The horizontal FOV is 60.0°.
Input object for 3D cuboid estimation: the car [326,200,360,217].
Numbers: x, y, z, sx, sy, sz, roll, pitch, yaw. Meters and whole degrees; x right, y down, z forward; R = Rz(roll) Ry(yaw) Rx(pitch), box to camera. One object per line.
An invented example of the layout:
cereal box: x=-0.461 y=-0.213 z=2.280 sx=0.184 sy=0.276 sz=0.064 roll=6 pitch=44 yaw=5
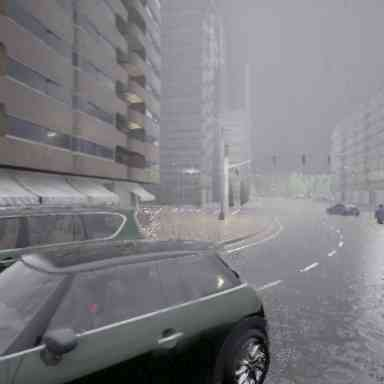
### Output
car: x=17.014 y=1.994 z=37.550 sx=1.812 sy=1.442 sz=4.674 roll=1 pitch=0 yaw=-5

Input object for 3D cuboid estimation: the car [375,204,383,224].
car: x=15.468 y=1.529 z=24.712 sx=2.150 sy=2.045 sz=5.566 roll=0 pitch=-1 yaw=14

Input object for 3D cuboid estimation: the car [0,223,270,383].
car: x=-1.246 y=1.380 z=3.405 sx=4.553 sy=1.767 sz=2.097 roll=1 pitch=-1 yaw=-41

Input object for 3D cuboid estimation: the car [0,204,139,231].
car: x=-3.379 y=1.265 z=5.961 sx=5.566 sy=2.045 sz=2.150 roll=1 pitch=0 yaw=-40
